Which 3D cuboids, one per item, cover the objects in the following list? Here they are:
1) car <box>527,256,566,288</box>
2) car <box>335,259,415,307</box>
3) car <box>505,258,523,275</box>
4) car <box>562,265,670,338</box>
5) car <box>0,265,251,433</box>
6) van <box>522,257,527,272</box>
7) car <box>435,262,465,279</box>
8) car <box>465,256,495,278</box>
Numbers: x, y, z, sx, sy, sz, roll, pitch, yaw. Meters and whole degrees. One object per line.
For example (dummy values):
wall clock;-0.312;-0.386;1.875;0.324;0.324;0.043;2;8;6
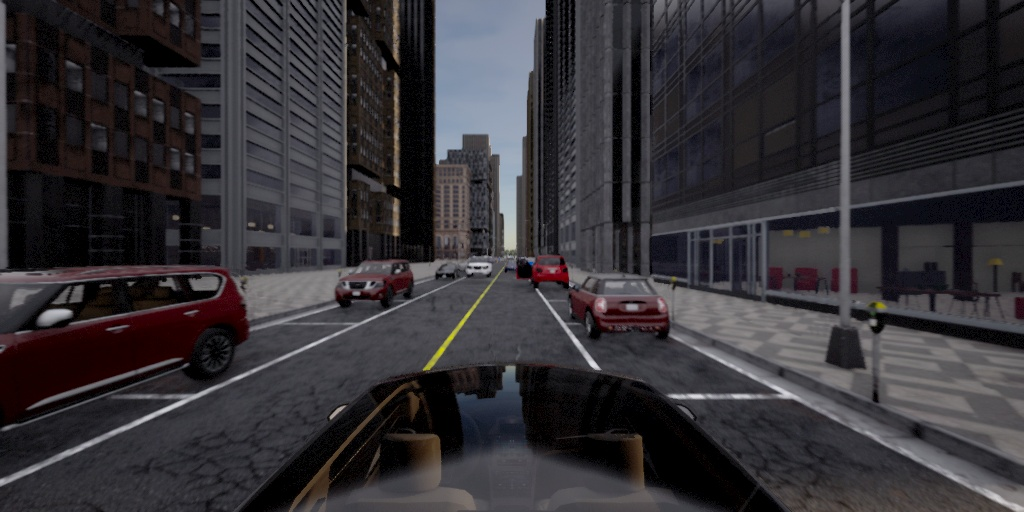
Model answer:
car;2.395;0.996;23.859;2.150;2.045;5.566;0;0;0
car;-5.762;1.080;15.796;2.192;1.841;5.009;0;0;0
car;0.056;1.366;47.627;1.994;1.385;4.181;0;0;1
car;2.763;1.199;10.161;1.967;1.591;4.097;0;0;0
car;-5.763;1.067;4.515;2.192;1.841;5.009;0;0;0
van;2.764;1.152;55.286;1.690;1.789;3.998;0;0;0
car;-5.762;1.351;32.719;1.948;1.339;4.313;0;0;0
car;-3.094;1.007;34.897;2.150;2.045;5.566;0;0;0
